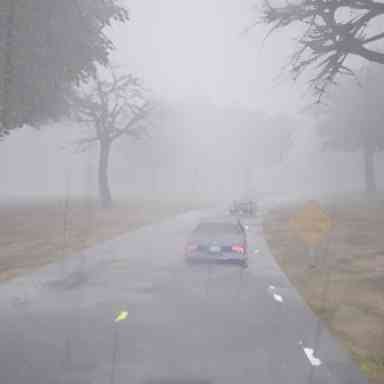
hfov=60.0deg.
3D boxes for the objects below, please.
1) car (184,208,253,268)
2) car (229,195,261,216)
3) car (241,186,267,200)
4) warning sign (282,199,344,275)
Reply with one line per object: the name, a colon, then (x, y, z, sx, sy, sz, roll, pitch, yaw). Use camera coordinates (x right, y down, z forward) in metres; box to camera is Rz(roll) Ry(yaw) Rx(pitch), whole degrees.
car: (0.919, 1.523, 11.239, 2.033, 1.411, 5.357, 0, 1, 7)
car: (4.490, 1.250, 28.484, 1.895, 1.301, 4.718, 0, 2, 16)
car: (8.738, 0.268, 47.955, 2.150, 2.045, 5.566, 0, 1, 27)
warning sign: (3.132, 1.112, 8.737, 1.300, 1.860, 1.060, 0, 0, 6)
